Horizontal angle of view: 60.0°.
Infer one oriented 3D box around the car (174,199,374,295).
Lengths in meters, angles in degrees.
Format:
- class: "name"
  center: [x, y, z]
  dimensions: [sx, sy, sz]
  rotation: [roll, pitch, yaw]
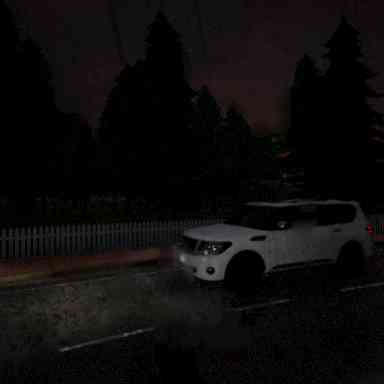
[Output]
- class: "car"
  center: [2.317, 1.220, 8.920]
  dimensions: [5.566, 2.045, 2.150]
  rotation: [0, 0, -25]
